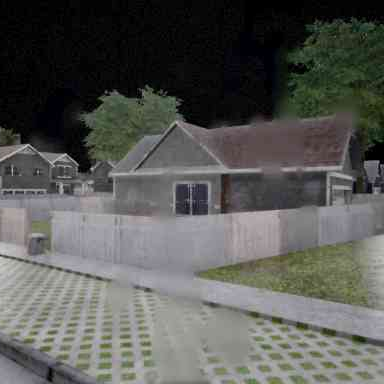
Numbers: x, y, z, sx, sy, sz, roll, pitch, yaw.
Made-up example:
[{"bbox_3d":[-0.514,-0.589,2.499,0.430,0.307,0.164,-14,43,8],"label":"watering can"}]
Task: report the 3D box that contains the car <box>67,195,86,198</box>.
[{"bbox_3d":[-12.766,1.165,36.193,1.837,1.490,4.892,1,1,34],"label":"car"}]
